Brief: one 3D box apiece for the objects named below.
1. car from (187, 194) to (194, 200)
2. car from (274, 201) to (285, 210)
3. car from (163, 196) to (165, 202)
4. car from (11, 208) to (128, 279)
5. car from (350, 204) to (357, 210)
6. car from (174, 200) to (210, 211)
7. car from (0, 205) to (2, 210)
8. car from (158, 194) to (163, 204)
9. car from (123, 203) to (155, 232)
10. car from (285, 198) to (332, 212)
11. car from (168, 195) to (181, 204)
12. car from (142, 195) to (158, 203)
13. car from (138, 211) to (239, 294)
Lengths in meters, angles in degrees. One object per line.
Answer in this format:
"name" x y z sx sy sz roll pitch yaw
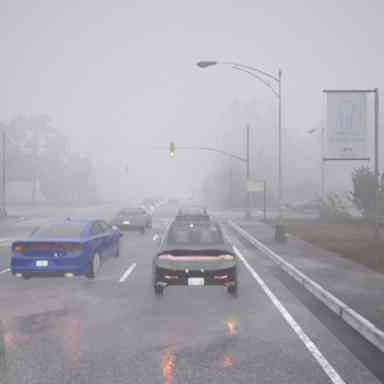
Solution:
"car" -0.355 1.548 85.631 2.128 1.511 4.902 0 0 0
"car" 12.826 1.506 41.627 4.902 1.511 2.128 0 0 3
"car" -7.314 1.382 75.829 2.097 1.767 4.553 0 0 0
"car" -3.439 1.481 10.089 1.882 1.535 5.008 0 0 0
"car" 22.564 1.557 41.106 5.357 1.411 2.033 0 0 3
"car" 0.021 1.484 19.288 1.882 1.535 5.008 0 0 0
"car" -23.389 1.504 36.309 4.902 1.511 2.128 0 0 2
"car" -7.302 1.528 65.905 1.837 1.490 4.892 0 0 0
"car" -3.489 1.571 19.513 1.994 1.385 4.181 0 0 -1
"car" 13.547 1.539 38.070 4.674 1.442 1.812 0 0 3
"car" -3.667 1.624 66.108 1.895 1.301 4.718 0 0 0
"car" -7.313 1.525 56.537 1.837 1.490 4.892 0 0 0
"car" 0.066 1.495 8.781 2.128 1.511 4.902 0 0 0
